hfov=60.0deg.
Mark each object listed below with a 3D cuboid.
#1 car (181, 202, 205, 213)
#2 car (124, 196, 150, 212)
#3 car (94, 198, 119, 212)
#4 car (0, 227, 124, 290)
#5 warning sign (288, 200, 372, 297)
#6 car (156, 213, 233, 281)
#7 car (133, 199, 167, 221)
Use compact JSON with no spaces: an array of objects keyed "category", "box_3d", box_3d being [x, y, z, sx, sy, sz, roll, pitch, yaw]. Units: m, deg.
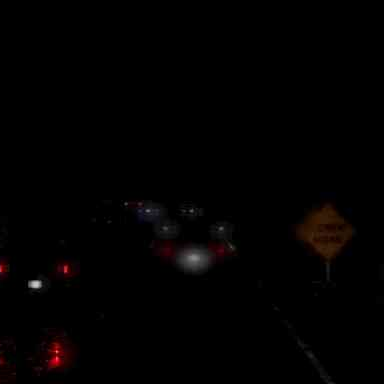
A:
[{"category":"car","box_3d":[0.086,1.545,27.260,2.033,1.411,5.357,0,0,0]},{"category":"car","box_3d":[-6.592,1.371,39.262,2.097,1.767,4.553,0,0,0]},{"category":"car","box_3d":[-9.843,1.495,38.593,1.882,1.535,5.008,0,0,0]},{"category":"car","box_3d":[-3.183,1.594,9.000,1.895,1.301,4.718,0,0,0]},{"category":"warning sign","box_3d":[2.839,1.109,6.994,1.300,1.860,1.060,-1,-1,0]},{"category":"car","box_3d":[0.070,1.557,9.881,1.994,1.385,4.181,0,0,0]},{"category":"car","box_3d":[-3.164,1.545,27.256,2.033,1.411,5.357,0,0,0]}]
